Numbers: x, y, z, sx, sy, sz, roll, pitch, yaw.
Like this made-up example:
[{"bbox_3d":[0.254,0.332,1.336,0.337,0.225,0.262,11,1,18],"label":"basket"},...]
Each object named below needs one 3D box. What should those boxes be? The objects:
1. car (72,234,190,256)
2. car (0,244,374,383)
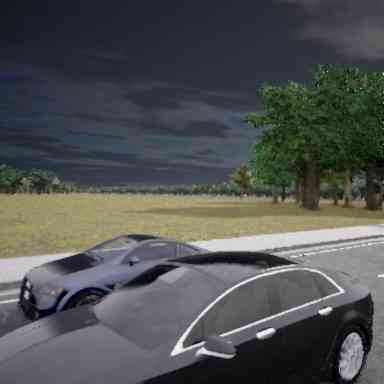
[{"bbox_3d":[-1.188,1.596,6.831,4.181,1.385,1.994,1,0,-35],"label":"car"},{"bbox_3d":[0.227,1.530,3.847,4.892,1.490,1.837,1,0,-35],"label":"car"}]
